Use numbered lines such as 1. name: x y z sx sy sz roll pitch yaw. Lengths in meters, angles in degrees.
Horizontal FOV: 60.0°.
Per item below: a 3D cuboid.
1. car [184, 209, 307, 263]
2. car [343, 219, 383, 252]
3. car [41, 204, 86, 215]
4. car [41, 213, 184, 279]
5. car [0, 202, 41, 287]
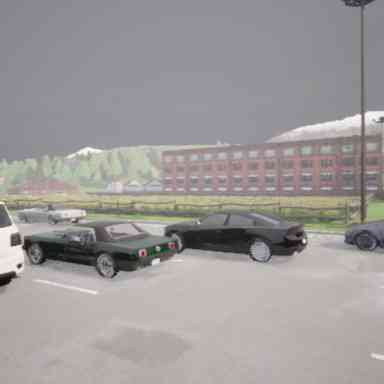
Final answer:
1. car: 1.267 1.320 11.298 5.008 1.535 1.882 0 1 32
2. car: 7.521 1.354 11.437 4.181 1.385 1.994 0 1 34
3. car: -9.247 1.398 21.710 4.718 1.301 1.895 0 1 31
4. car: -2.811 1.497 9.652 4.718 1.301 1.895 0 1 32
5. car: -6.246 1.171 7.661 5.566 2.045 2.150 0 1 31
